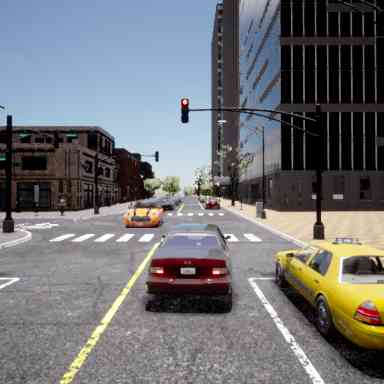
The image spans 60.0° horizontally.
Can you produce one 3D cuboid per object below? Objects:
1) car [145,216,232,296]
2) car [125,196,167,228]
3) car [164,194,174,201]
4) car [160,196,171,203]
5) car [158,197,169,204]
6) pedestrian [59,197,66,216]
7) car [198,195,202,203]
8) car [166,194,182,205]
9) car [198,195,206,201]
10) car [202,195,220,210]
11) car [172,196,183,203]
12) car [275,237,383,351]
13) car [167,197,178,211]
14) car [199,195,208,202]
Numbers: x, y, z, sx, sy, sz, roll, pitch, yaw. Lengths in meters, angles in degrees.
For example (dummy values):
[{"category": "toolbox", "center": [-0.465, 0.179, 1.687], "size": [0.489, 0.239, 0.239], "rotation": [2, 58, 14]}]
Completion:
[{"category": "car", "center": [0.073, 1.550, 8.835], "size": [2.033, 1.411, 5.357], "rotation": [0, 0, 3]}, {"category": "car", "center": [-3.108, 1.359, 22.342], "size": [2.097, 1.767, 4.553], "rotation": [0, 0, 0]}, {"category": "car", "center": [-5.697, 1.346, 82.915], "size": [2.192, 1.841, 5.009], "rotation": [1, 0, 0]}, {"category": "car", "center": [-5.698, 1.593, 71.847], "size": [1.947, 1.339, 4.313], "rotation": [1, 0, 0]}, {"category": "car", "center": [-5.697, 1.606, 66.312], "size": [1.802, 1.307, 4.206], "rotation": [1, 0, 0]}, {"category": "pedestrian", "center": [-12.553, 1.368, 32.153], "size": [0.375, 1.860, 0.375], "rotation": [0, 0, 1]}, {"category": "car", "center": [2.683, 1.552, 72.007], "size": [1.752, 1.417, 4.829], "rotation": [1, 0, 0]}, {"category": "car", "center": [-3.101, 1.512, 55.238], "size": [2.128, 1.511, 4.902], "rotation": [0, 0, 0]}, {"category": "car", "center": [2.679, 1.578, 88.441], "size": [1.887, 1.381, 4.507], "rotation": [1, 0, 0]}, {"category": "car", "center": [2.691, 1.455, 44.162], "size": [1.967, 1.590, 4.097], "rotation": [1, 0, 0]}, {"category": "car", "center": [-3.018, 1.573, 69.264], "size": [2.033, 1.411, 5.357], "rotation": [0, 0, 0]}, {"category": "car", "center": [2.837, 1.527, 6.384], "size": [1.752, 1.417, 4.829], "rotation": [1, 0, 0]}, {"category": "car", "center": [-3.110, 1.615, 40.780], "size": [1.895, 1.301, 4.718], "rotation": [0, 0, 0]}, {"category": "car", "center": [2.682, 1.554, 77.541], "size": [1.752, 1.417, 4.829], "rotation": [1, 0, 0]}]
